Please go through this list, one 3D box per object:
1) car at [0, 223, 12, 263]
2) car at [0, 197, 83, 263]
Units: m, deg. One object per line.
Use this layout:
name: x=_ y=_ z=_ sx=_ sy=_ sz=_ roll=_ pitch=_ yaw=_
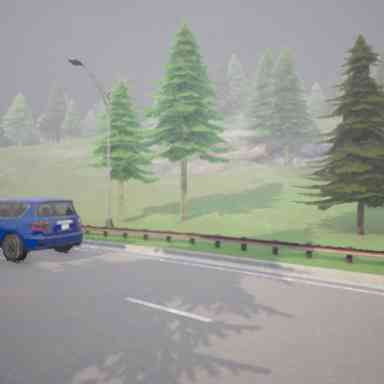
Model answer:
car: x=-7.334 y=1.534 z=8.545 sx=5.357 sy=1.411 sz=2.033 roll=0 pitch=0 yaw=28
car: x=-6.507 y=1.207 z=12.031 sx=5.566 sy=2.045 sz=2.150 roll=0 pitch=0 yaw=27
